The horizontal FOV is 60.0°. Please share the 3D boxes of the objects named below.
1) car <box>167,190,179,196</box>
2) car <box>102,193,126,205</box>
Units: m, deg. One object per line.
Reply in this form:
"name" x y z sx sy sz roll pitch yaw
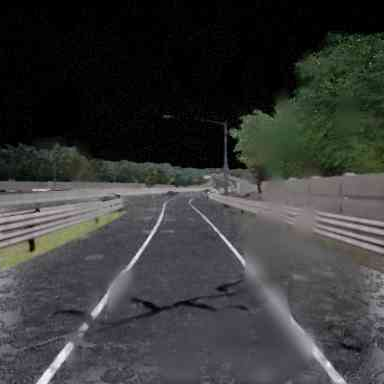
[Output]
"car" -4.280 0.214 75.880 1.837 1.490 4.892 1 1 13
"car" -10.851 0.973 46.510 1.837 1.490 4.892 1 2 13
